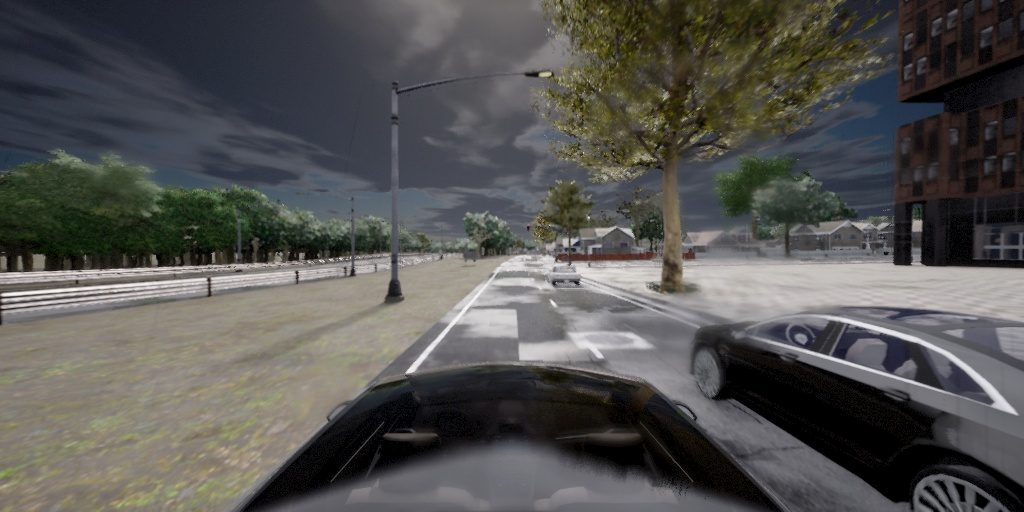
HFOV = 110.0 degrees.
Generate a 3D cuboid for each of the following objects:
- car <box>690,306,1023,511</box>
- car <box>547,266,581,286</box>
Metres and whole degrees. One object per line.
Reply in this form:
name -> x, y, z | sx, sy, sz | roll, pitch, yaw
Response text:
car -> 3.601, 1.242, 3.506 | 2.128, 1.511, 4.902 | 0, 0, 0
car -> 3.590, 1.353, 25.653 | 1.895, 1.301, 4.718 | 0, 0, 0
